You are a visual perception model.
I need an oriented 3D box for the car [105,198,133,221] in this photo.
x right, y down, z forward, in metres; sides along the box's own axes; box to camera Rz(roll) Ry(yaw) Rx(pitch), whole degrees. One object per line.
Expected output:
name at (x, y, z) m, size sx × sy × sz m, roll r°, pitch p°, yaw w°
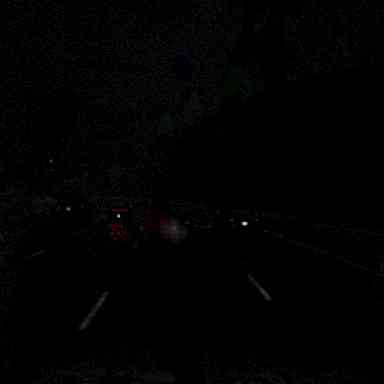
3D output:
car at (-6.043, 1.557, 27.812) m, size 1.837 × 1.490 × 4.892 m, roll 0°, pitch 0°, yaw -10°

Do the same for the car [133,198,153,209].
car at (-7.466, 1.555, 47.912) m, size 2.128 × 1.511 × 4.902 m, roll 0°, pitch 0°, yaw -18°

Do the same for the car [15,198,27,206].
car at (-31.930, 1.798, 62.341) m, size 2.033 × 1.411 × 5.357 m, roll 0°, pitch 0°, yaw -23°

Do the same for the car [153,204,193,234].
car at (-1.131, 1.611, 19.157) m, size 1.895 × 1.301 × 4.718 m, roll 0°, pitch 0°, yaw -7°

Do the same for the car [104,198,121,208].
car at (-12.312, 1.666, 51.386) m, size 1.994 × 1.385 × 4.181 m, roll 0°, pitch 0°, yaw -19°

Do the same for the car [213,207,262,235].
car at (2.416, 1.546, 18.682) m, size 1.994 × 1.385 × 4.181 m, roll 0°, pitch 0°, yaw -7°

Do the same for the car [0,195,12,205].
car at (-37.844, 1.526, 67.164) m, size 2.150 × 2.045 × 5.566 m, roll 0°, pitch 0°, yaw -23°

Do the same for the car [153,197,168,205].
car at (-5.011, 1.536, 51.717) m, size 2.128 × 1.511 × 4.902 m, roll 0°, pitch 0°, yaw -19°

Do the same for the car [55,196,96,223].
car at (-9.301, 1.299, 26.423) m, size 2.150 × 2.045 × 5.566 m, roll 0°, pitch 0°, yaw -10°
